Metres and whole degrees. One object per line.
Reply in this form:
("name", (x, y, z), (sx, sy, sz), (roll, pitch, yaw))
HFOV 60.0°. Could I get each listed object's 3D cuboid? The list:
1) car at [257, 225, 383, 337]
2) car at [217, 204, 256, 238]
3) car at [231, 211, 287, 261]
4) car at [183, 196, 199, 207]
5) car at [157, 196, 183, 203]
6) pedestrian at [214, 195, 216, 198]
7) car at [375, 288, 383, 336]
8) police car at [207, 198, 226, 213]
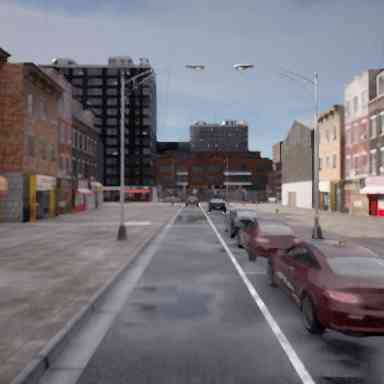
("car", (2.646, 1.580, 6.455), (1.802, 1.307, 4.206), (0, 0, 0))
("car", (2.649, 1.551, 17.330), (2.008, 1.369, 4.403), (0, 0, 0))
("car", (2.648, 1.580, 11.893), (1.802, 1.307, 4.206), (0, 0, 0))
("car", (0.047, 1.392, 53.590), (2.097, 1.767, 4.553), (0, 0, 1))
("car", (-4.473, 1.606, 68.612), (5.357, 1.411, 2.033), (0, -1, 14))
("pedestrian", (2.764, 1.314, 40.769), (0.375, 1.860, 0.375), (0, 0, 0))
("car", (2.644, 1.581, 1.018), (1.802, 1.307, 4.206), (0, 0, 0))
("police car", (2.763, 1.442, 37.753), (1.930, 1.638, 5.238), (0, 0, 0))
